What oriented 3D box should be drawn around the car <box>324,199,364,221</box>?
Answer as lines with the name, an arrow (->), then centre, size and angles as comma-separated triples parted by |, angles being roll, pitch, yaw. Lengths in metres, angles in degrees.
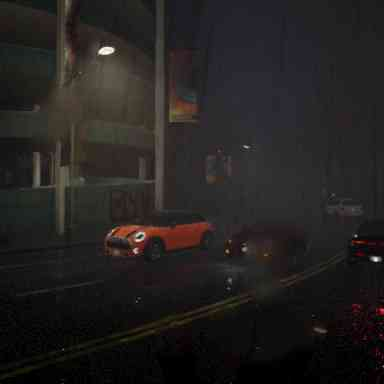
car -> 14.476, 1.687, 32.020 | 2.150, 2.045, 5.566 | 0, -1, 5

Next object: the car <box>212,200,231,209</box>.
car -> 5.502, 2.270, 60.160 | 1.882, 1.535, 5.008 | 0, -1, -16

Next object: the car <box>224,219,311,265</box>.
car -> 2.967, 1.737, 12.549 | 1.994, 1.385, 4.181 | 0, -1, 37

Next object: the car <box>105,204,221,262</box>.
car -> -1.135, 1.516, 13.037 | 2.097, 1.767, 4.553 | -1, -1, 40

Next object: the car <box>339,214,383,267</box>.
car -> 6.679, 1.677, 11.363 | 1.837, 1.490, 4.892 | 0, 0, 37

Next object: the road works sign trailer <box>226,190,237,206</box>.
road works sign trailer -> 8.563, 1.453, 74.626 | 2.380, 3.560, 2.880 | 0, -1, -16

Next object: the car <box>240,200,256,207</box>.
car -> 12.270, 2.462, 72.941 | 2.231, 1.521, 4.892 | 0, -1, -16

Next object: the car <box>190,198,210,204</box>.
car -> 1.507, 2.302, 61.369 | 1.837, 1.490, 4.892 | 0, -1, -16
